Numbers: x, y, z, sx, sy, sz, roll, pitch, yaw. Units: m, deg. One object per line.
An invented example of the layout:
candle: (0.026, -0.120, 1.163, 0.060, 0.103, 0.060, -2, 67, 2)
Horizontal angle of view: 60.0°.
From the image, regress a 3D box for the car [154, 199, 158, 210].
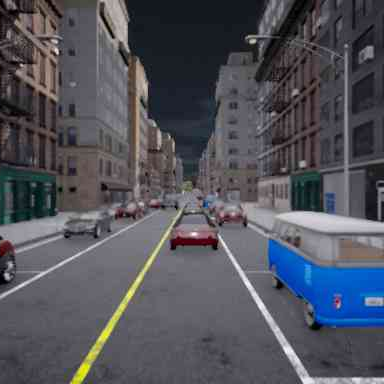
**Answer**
car: (-5.378, 1.647, 45.246, 1.887, 1.381, 4.507, 0, 0, 0)

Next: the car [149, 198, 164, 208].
car: (-5.376, 1.680, 50.757, 1.947, 1.339, 4.313, 0, 0, 0)

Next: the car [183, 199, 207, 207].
car: (0.094, 1.632, 29.963, 1.994, 1.385, 4.181, 0, 0, 0)

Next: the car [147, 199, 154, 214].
car: (-5.380, 1.660, 34.223, 1.802, 1.307, 4.206, 0, 0, 0)

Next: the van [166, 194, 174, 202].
van: (-5.389, 1.520, 82.721, 1.690, 1.788, 3.998, 0, 0, 0)

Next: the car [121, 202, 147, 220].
car: (-5.382, 1.610, 28.712, 1.887, 1.381, 4.507, 0, 0, 0)

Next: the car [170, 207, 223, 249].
car: (0.090, 1.597, 14.775, 1.994, 1.385, 4.181, 0, 0, 0)

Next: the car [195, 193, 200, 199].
car: (2.725, 1.505, 88.126, 2.192, 1.841, 5.009, 0, 0, 0)

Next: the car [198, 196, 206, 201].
car: (2.721, 1.752, 93.532, 2.008, 1.369, 4.403, 0, 0, 0)

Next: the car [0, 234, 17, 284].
car: (-5.387, 1.454, 6.669, 1.967, 1.590, 4.097, 0, 0, 0)

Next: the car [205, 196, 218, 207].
car: (2.645, 1.518, 34.222, 1.967, 1.590, 4.097, 0, 0, 0)

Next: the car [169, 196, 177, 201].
car: (-5.384, 1.767, 93.533, 1.947, 1.339, 4.313, 0, 0, 0)

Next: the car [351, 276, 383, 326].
car: (2.637, 1.553, 1.157, 2.008, 1.369, 4.403, 0, 0, 0)

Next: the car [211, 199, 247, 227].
car: (2.642, 1.493, 23.200, 1.967, 1.590, 4.097, 0, 0, 0)

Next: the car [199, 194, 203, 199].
car: (2.649, 1.429, 50.756, 2.192, 1.841, 5.009, 0, 0, 0)

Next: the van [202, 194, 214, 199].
van: (2.647, 1.444, 45.244, 1.690, 1.788, 3.998, 0, 0, 0)

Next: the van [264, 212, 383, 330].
van: (2.638, 1.355, 6.667, 1.690, 1.788, 3.998, 0, 0, 0)

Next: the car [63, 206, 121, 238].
car: (-5.384, 1.590, 17.690, 2.008, 1.369, 4.403, 0, 0, 0)

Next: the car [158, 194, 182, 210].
car: (-2.824, 1.320, 43.836, 2.150, 2.045, 5.566, 0, 0, 0)
